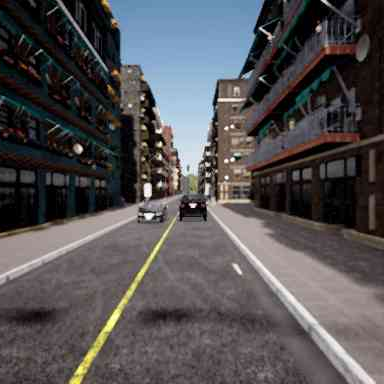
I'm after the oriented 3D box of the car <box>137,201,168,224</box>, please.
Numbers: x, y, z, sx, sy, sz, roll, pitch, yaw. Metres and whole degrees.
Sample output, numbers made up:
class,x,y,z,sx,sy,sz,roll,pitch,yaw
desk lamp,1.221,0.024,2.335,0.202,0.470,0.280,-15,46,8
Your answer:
class,x,y,z,sx,sy,sz,roll,pitch,yaw
car,-2.837,1.430,24.413,2.128,1.511,4.902,0,0,0

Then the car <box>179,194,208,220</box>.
class,x,y,z,sx,sy,sz,roll,pitch,yaw
car,0.099,1.153,27.029,2.150,2.045,5.566,0,0,0

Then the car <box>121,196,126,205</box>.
class,x,y,z,sx,sy,sz,roll,pitch,yaw
car,-13.518,1.436,56.697,4.097,1.590,1.967,-1,1,0

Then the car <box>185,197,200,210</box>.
class,x,y,z,sx,sy,sz,roll,pitch,yaw
car,0.011,1.399,42.630,1.837,1.490,4.892,0,-1,0
